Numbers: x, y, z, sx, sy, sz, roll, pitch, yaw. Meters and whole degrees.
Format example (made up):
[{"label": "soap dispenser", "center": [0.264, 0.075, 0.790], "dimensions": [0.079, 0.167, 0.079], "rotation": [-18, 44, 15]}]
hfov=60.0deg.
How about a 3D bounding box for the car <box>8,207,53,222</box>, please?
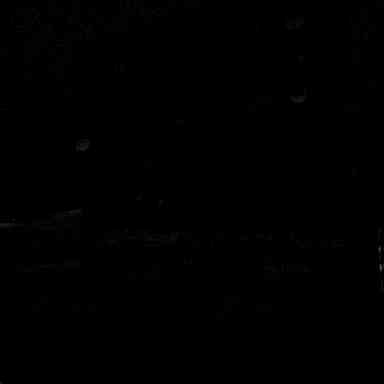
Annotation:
[{"label": "car", "center": [-18.220, 2.488, 37.603], "dimensions": [1.895, 1.301, 4.718], "rotation": [-3, 3, 25]}]
